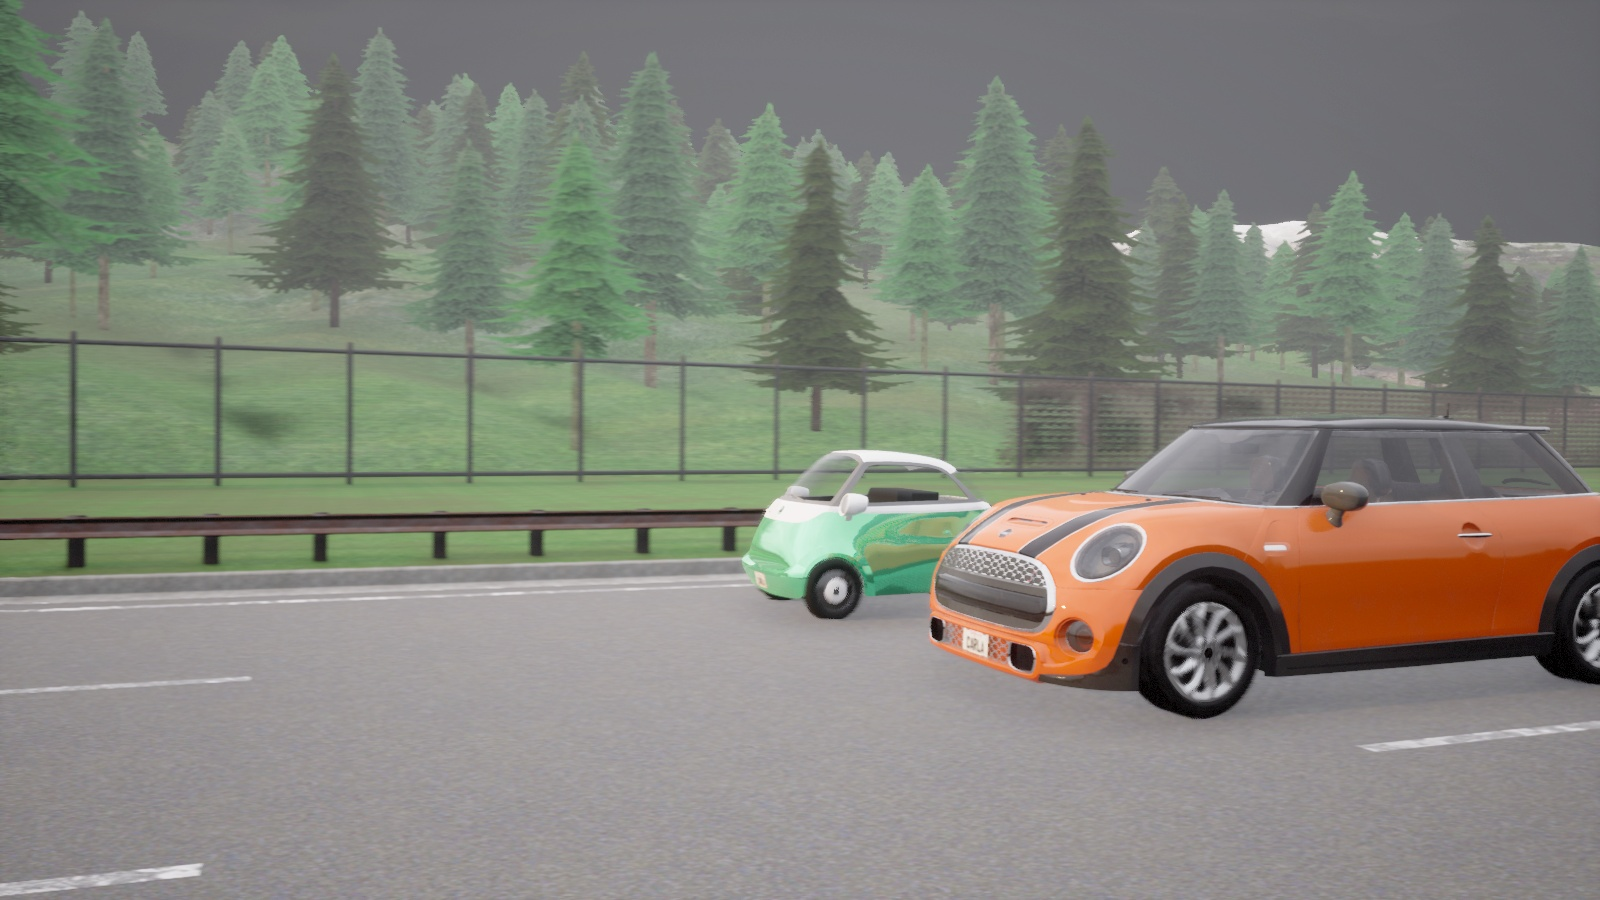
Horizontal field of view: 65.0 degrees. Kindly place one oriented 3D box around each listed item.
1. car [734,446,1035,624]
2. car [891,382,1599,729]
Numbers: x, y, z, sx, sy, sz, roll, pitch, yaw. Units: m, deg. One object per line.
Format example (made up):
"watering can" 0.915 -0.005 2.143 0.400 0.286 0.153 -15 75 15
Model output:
"car" 0.706 0.666 10.995 2.207 1.376 1.481 -1 1 -21
"car" 3.115 0.490 8.163 4.553 1.767 2.097 -1 1 -21
